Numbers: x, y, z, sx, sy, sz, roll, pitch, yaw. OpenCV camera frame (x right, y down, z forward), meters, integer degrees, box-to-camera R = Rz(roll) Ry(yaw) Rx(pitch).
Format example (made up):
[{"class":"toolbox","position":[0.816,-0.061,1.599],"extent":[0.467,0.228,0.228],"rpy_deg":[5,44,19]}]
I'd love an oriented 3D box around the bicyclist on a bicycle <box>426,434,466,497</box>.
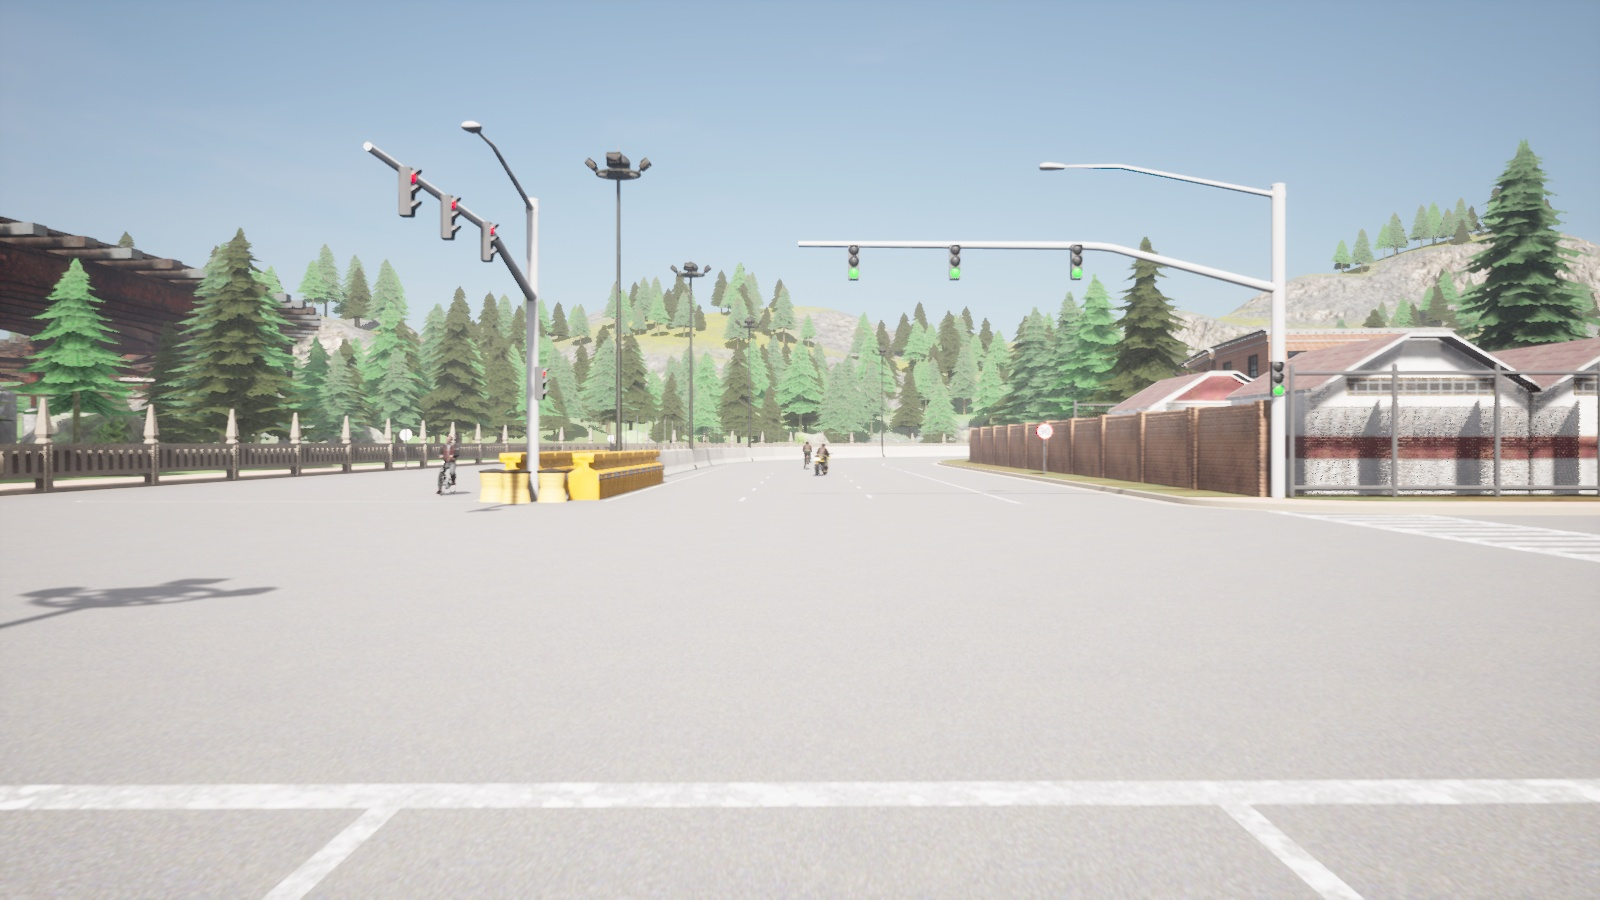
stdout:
[{"class":"bicyclist on a bicycle","position":[-10.282,0.431,36.521],"extent":[0.659,1.776,1.843],"rpy_deg":[0,0,0]}]

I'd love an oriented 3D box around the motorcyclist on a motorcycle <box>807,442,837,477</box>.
[{"class":"motorcyclist on a motorcycle","position":[1.048,0.438,58.356],"extent":[0.797,1.523,2.044],"rpy_deg":[3,1,16]}]
